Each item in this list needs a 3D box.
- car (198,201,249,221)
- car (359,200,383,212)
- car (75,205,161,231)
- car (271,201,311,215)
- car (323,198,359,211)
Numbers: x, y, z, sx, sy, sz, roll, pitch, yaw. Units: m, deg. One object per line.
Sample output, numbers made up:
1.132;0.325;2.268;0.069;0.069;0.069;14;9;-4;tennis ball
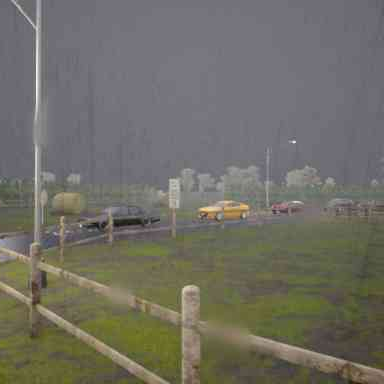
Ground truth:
2.678;1.487;27.608;5.008;1.535;1.882;0;0;-42;car
21.791;1.652;39.915;4.718;1.301;1.895;0;0;-37;car
-4.468;1.545;20.852;5.357;1.411;2.033;0;0;-44;car
10.152;1.621;34.186;4.718;1.301;1.895;0;0;-40;car
17.931;1.535;40.526;4.892;1.490;1.837;0;0;-38;car
